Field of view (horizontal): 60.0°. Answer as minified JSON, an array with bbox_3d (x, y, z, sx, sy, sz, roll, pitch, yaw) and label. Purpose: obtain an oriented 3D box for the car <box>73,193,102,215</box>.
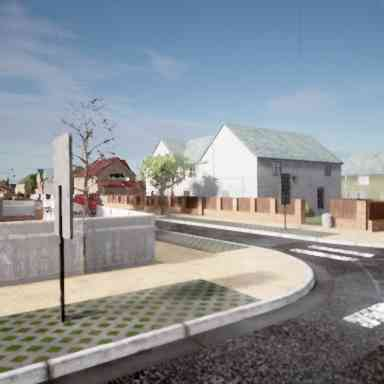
[{"bbox_3d":[-10.963,1.158,33.749,2.150,2.045,5.566,-1,1,-37],"label":"car"}]
